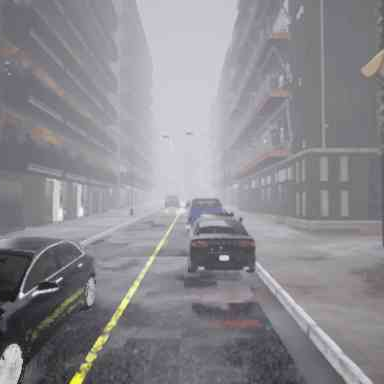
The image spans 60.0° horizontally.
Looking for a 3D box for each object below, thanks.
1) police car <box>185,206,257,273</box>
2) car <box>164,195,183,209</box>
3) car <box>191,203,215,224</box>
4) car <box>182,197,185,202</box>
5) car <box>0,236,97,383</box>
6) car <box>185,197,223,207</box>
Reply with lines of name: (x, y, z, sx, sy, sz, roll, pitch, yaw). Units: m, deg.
police car: (0.816, 1.475, 10.995, 1.930, 1.638, 5.238, 0, 0, 0)
car: (-2.882, 1.444, 49.516, 2.150, 2.045, 5.566, 0, 0, 0)
car: (0.802, 1.647, 26.892, 1.812, 1.442, 4.674, 0, 0, 0)
car: (-0.036, 1.721, 47.991, 1.837, 1.490, 4.892, 0, 0, 0)
car: (-2.853, 1.528, 5.032, 1.837, 1.490, 4.892, 0, 0, 0)
car: (0.807, 1.319, 20.923, 2.150, 2.045, 5.566, 0, 0, 0)
